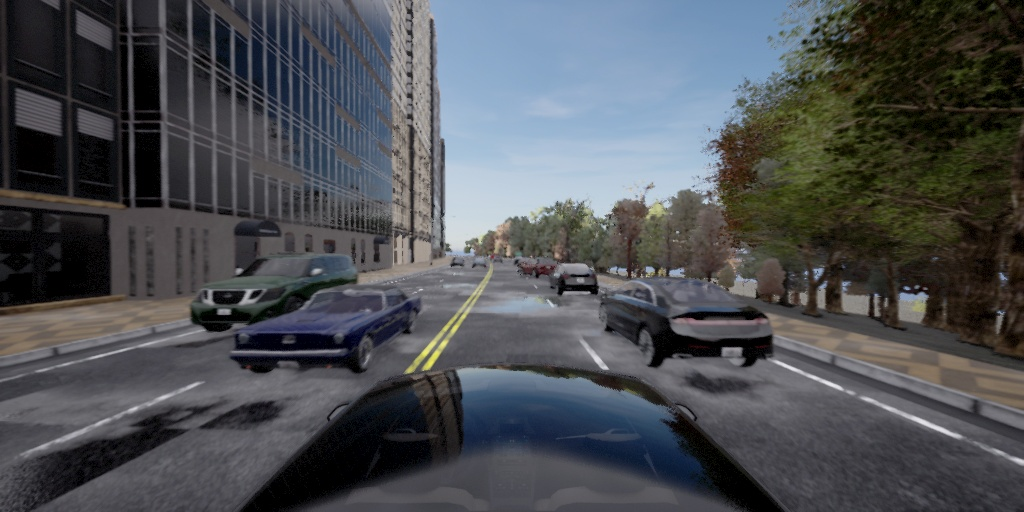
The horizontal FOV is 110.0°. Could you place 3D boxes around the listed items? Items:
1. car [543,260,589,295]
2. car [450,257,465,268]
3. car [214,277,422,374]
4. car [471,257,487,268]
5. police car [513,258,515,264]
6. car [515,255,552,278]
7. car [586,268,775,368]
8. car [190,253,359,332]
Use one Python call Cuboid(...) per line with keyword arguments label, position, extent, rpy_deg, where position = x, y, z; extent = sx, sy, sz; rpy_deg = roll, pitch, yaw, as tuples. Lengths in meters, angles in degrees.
Cuboid(label="car", position=(3.104, 1.128, 18.816), extent=(2.163, 1.488, 4.792), rpy_deg=(0, 0, -1))
Cuboid(label="car", position=(-7.915, 0.896, 52.279), extent=(1.837, 1.490, 4.892), rpy_deg=(0, 0, -3))
Cuboid(label="car", position=(-3.373, 1.316, 7.599), extent=(1.895, 1.301, 4.718), rpy_deg=(0, 0, 0))
Cuboid(label="car", position=(-4.545, 0.929, 49.998), extent=(1.812, 1.442, 4.674), rpy_deg=(0, 0, -2))
Cuboid(label="police car", position=(1.280, 0.714, 63.079), extent=(1.930, 1.638, 5.238), rpy_deg=(0, 0, -4))
Cuboid(label="car", position=(2.214, 0.889, 30.735), extent=(2.097, 1.767, 4.553), rpy_deg=(0, 0, -19))
Cuboid(label="car", position=(3.238, 1.195, 7.729), extent=(2.128, 1.511, 4.902), rpy_deg=(0, 0, 0))
Cuboid(label="car", position=(-6.648, 0.918, 11.007), extent=(2.150, 2.045, 5.566), rpy_deg=(0, 0, -1))
